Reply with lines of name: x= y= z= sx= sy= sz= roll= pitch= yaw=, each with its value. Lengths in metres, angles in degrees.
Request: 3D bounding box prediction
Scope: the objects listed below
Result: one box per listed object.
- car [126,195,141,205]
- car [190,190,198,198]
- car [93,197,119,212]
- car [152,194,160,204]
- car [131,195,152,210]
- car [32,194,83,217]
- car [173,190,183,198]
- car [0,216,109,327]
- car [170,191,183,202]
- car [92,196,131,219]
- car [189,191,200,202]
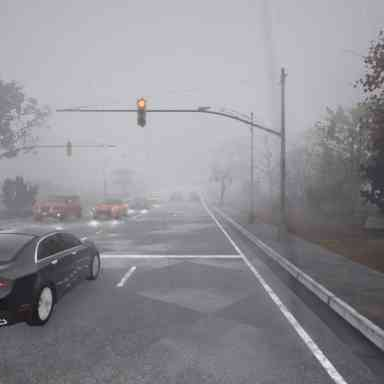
car: x=-10.241 y=1.309 z=58.400 sx=1.812 sy=1.442 sz=4.674 roll=0 pitch=2 yaw=1
car: x=0.440 y=0.455 z=74.285 sx=1.882 sy=1.535 sz=5.008 roll=0 pitch=3 yaw=0
car: x=-10.380 y=1.477 z=40.600 sx=1.882 sy=1.535 sz=5.008 roll=0 pitch=0 yaw=0
car: x=-6.736 y=1.238 z=58.890 sx=1.882 sy=1.535 sz=5.008 roll=0 pitch=2 yaw=1
car: x=-6.859 y=1.351 z=43.478 sx=2.097 sy=1.767 sz=4.553 roll=0 pitch=0 yaw=0
car: x=-10.476 y=1.223 z=26.434 sx=2.150 sy=2.045 sz=5.566 roll=0 pitch=0 yaw=0
car: x=-3.054 y=0.445 z=74.496 sx=1.882 sy=1.535 sz=5.008 roll=0 pitch=3 yaw=0
car: x=-3.377 y=1.505 z=7.034 sx=1.837 sy=1.490 sz=4.892 roll=0 pitch=0 yaw=0
car: x=-3.026 y=0.839 z=64.434 sx=2.097 sy=1.767 sz=4.553 roll=0 pitch=3 yaw=0
car: x=-6.958 y=1.352 z=28.505 sx=2.097 sy=1.767 sz=4.553 roll=0 pitch=0 yaw=0
car: x=0.468 y=1.024 z=63.537 sx=2.128 sy=1.511 sz=4.902 roll=0 pitch=3 yaw=0
